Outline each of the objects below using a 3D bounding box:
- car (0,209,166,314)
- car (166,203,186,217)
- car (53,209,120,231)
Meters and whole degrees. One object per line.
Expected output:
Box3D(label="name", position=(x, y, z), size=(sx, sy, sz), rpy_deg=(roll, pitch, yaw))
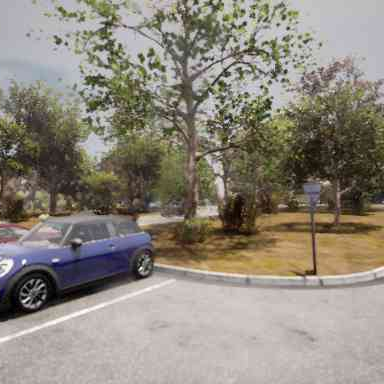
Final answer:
Box3D(label="car", position=(-3.003, 1.399, 7.985), size=(2.185, 1.767, 4.553), rpy_deg=(-1, 0, 35))
Box3D(label="car", position=(-1.415, 1.849, 35.395), size=(1.812, 1.442, 4.674), rpy_deg=(-4, -1, 36))
Box3D(label="car", position=(-8.132, 2.107, 25.996), size=(1.895, 1.301, 4.718), rpy_deg=(-4, -1, 36))
